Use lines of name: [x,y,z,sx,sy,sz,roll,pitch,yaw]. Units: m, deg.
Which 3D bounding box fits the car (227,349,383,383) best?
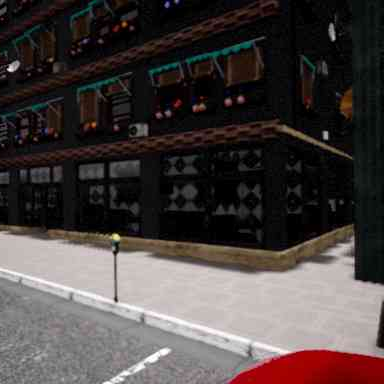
car: [2.118,1.552,1.380,4.507,1.381,1.887,0,-1,36]
